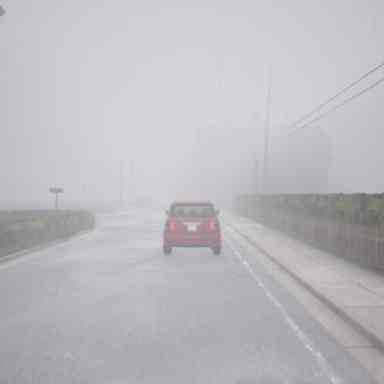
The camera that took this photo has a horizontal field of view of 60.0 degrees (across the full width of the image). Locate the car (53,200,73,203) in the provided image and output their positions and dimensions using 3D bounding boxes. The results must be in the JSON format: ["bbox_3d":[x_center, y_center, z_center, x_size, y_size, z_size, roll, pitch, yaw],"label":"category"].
[{"bbox_3d":[-24.884,2.171,64.389,4.181,1.385,1.994,0,-1,0],"label":"car"}]

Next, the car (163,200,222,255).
[{"bbox_3d":[0.011,1.349,14.023,2.150,2.045,5.566,0,0,0],"label":"car"}]

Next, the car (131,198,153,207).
[{"bbox_3d":[-9.355,1.906,61.646,4.553,1.767,2.097,-1,-1,43],"label":"car"}]
